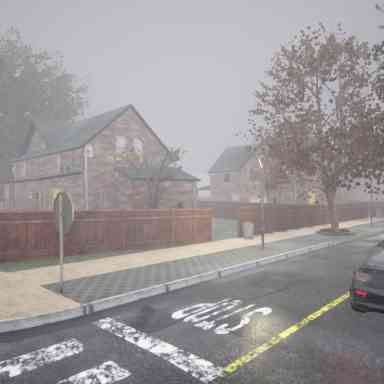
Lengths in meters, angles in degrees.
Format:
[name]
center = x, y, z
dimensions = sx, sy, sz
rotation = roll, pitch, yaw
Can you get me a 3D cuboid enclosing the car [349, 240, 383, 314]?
[car]
center = 4.752, 1.615, 6.873
dimensions = 1.812, 1.442, 4.674
rotation = -1, -1, 43
